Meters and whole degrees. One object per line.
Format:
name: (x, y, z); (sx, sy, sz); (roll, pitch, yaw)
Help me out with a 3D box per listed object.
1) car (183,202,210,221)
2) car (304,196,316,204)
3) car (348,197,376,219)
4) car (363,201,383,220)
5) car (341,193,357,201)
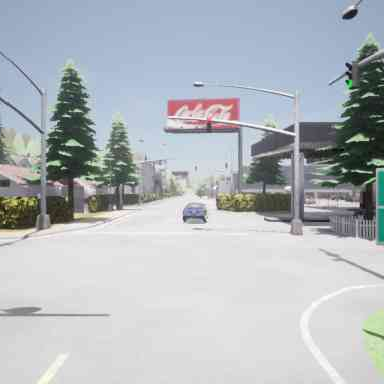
car: (0.356, 1.549, 26.959); (2.033, 1.411, 5.357); (0, 0, 5)
car: (22.347, 1.552, 64.068); (1.970, 1.475, 3.806); (0, 0, 0)
car: (14.308, 1.505, 24.982); (3.866, 1.878, 1.905); (0, 0, 0)
car: (18.621, 1.672, 30.662); (4.611, 1.667, 2.242); (0, 0, 0)
car: (34.732, 1.489, 71.890); (2.007, 1.523, 4.514); (0, 0, 0)
